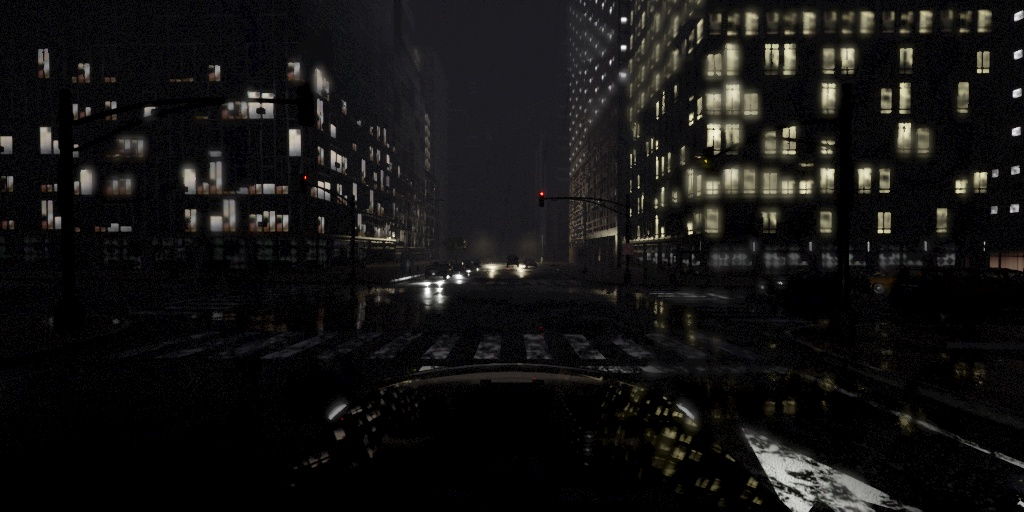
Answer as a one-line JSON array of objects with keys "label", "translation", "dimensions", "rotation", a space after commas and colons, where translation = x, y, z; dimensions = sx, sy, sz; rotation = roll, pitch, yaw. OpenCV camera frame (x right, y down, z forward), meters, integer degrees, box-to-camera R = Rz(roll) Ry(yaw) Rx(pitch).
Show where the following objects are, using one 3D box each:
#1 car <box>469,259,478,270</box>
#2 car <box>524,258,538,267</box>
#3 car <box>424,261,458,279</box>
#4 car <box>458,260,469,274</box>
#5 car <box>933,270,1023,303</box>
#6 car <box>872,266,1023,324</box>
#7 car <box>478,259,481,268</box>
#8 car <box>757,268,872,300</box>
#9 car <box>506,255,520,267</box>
[{"label": "car", "translation": [-6.479, 1.263, 51.397], "dimensions": [2.033, 1.411, 5.357], "rotation": [0, 0, 0]}, {"label": "car", "translation": [3.395, 1.228, 63.253], "dimensions": [1.812, 1.442, 4.674], "rotation": [0, 0, 0]}, {"label": "car", "translation": [-6.533, 1.225, 32.344], "dimensions": [2.128, 1.511, 4.902], "rotation": [0, 0, 0]}, {"label": "car", "translation": [-6.510, 1.326, 41.626], "dimensions": [1.895, 1.301, 4.718], "rotation": [0, 0, 0]}, {"label": "car", "translation": [25.103, 1.500, 18.046], "dimensions": [5.357, 1.411, 2.033], "rotation": [0, 1, 1]}, {"label": "car", "translation": [16.215, 1.281, 12.439], "dimensions": [5.009, 1.841, 2.192], "rotation": [0, 0, 1]}, {"label": "car", "translation": [-6.419, 1.182, 61.737], "dimensions": [1.882, 1.535, 5.008], "rotation": [0, 0, 1]}, {"label": "car", "translation": [15.279, 1.357, 18.270], "dimensions": [4.902, 1.511, 2.128], "rotation": [1, 1, 2]}, {"label": "car", "translation": [0.144, 0.925, 62.873], "dimensions": [2.150, 2.045, 5.566], "rotation": [0, 0, 0]}]
